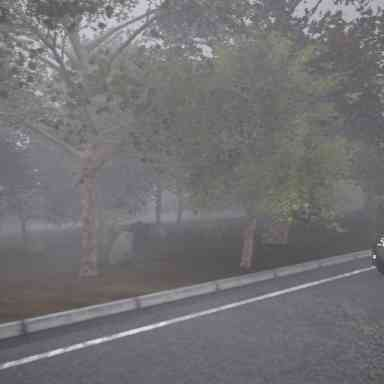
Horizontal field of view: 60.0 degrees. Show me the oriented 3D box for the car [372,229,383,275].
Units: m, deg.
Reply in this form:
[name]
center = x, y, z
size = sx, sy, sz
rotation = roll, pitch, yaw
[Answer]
[car]
center = 7.210, 1.210, 9.135
size = 5.566, 2.045, 2.150
rotation = 0, 0, -35
